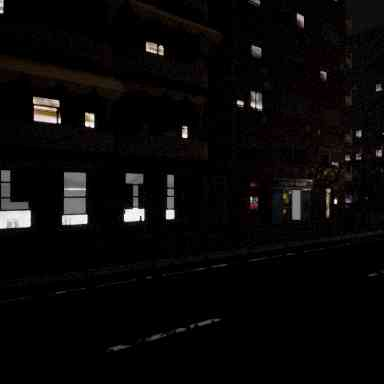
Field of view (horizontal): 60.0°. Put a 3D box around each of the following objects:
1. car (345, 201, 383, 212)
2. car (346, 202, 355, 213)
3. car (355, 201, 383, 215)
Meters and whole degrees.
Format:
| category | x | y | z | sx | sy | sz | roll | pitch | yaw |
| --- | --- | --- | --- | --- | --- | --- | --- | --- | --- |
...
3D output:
| category | x | y | z | sx | sy | sz | roll | pitch | yaw |
| --- | --- | --- | --- | --- | --- | --- | --- | --- | --- |
| car | 22.482 | 1.856 | 43.432 | 1.802 | 1.307 | 4.206 | -1 | 0 | -36 |
| car | 15.493 | 1.595 | 38.335 | 2.192 | 1.841 | 5.009 | -1 | 0 | -36 |
| car | 19.717 | 1.727 | 37.241 | 2.128 | 1.511 | 4.902 | 0 | -1 | -35 |
